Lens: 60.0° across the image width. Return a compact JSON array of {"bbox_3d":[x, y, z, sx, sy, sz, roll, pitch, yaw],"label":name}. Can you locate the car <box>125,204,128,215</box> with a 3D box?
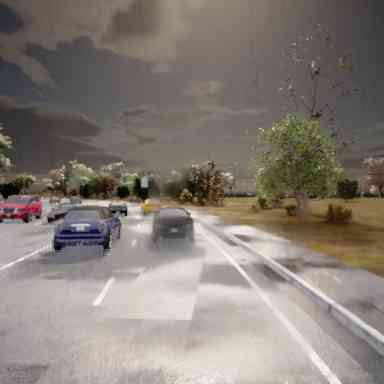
[{"bbox_3d":[-7.474,1.626,33.317,1.895,1.301,4.718,0,0,-13],"label":"car"}]

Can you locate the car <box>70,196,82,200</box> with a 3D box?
[{"bbox_3d":[-22.399,1.544,64.222,1.837,1.490,4.892,0,0,-25],"label":"car"}]

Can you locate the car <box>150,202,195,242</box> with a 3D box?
[{"bbox_3d":[-1.015,1.486,16.606,1.882,1.535,5.008,0,0,-6],"label":"car"}]

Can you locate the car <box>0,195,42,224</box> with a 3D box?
[{"bbox_3d":[-13.196,1.252,25.721,2.150,2.045,5.566,0,0,-11],"label":"car"}]

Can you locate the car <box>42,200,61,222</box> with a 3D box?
[{"bbox_3d":[-9.589,1.589,25.227,1.994,1.385,4.181,0,0,-11],"label":"car"}]

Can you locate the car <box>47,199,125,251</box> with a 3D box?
[{"bbox_3d":[-4.314,1.366,14.379,2.097,1.767,4.553,0,0,-6],"label":"car"}]

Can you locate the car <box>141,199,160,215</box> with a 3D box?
[{"bbox_3d":[-4.236,1.500,34.696,1.882,1.535,5.008,0,0,-13],"label":"car"}]

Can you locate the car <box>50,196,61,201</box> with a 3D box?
[{"bbox_3d":[-26.764,1.568,65.134,1.812,1.442,4.674,0,0,-28],"label":"car"}]
